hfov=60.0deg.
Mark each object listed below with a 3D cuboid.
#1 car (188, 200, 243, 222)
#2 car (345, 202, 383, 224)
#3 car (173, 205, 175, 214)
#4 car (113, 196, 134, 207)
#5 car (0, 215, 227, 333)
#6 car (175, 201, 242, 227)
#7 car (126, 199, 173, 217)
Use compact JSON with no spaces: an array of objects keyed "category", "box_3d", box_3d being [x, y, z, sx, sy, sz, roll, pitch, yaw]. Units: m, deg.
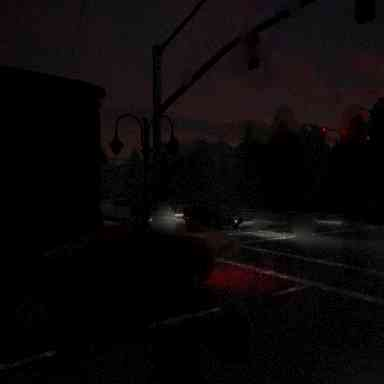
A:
[{"category":"car","box_3d":[1.836,1.505,27.323,1.837,1.490,4.892,0,0,-35]},{"category":"car","box_3d":[13.532,1.506,23.546,4.892,1.490,1.837,0,4,28]},{"category":"car","box_3d":[-3.248,1.564,34.620,1.994,1.385,4.181,0,0,-35]},{"category":"car","box_3d":[-10.485,1.352,51.359,2.097,1.767,4.553,0,0,-35]},{"category":"car","box_3d":[-1.832,1.477,6.969,5.008,1.535,1.882,0,0,-35]},{"category":"car","box_3d":[1.248,1.491,22.061,2.128,1.511,4.902,0,0,-35]},{"category":"car","box_3d":[-3.853,1.564,29.360,1.994,1.385,4.181,0,0,-35]}]
